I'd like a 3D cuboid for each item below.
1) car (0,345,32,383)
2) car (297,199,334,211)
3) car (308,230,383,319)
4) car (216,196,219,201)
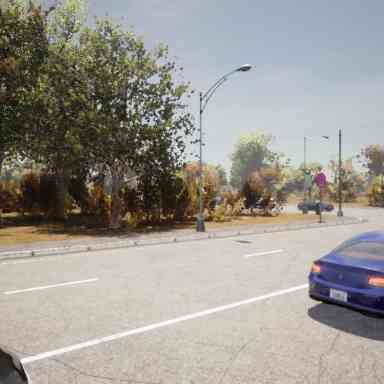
[{"bbox_3d":[-3.324,1.492,1.375,4.902,1.511,2.128,0,0,-35],"label":"car"},{"bbox_3d":[14.616,1.562,39.447,1.994,1.385,4.181,0,0,-32],"label":"car"},{"bbox_3d":[4.276,1.525,6.801,4.674,1.442,1.812,0,0,-36],"label":"car"},{"bbox_3d":[3.987,1.458,56.270,1.812,1.442,4.674,0,1,-32],"label":"car"}]
